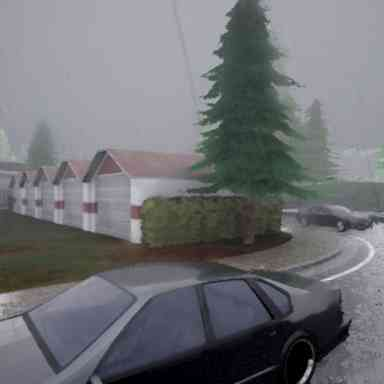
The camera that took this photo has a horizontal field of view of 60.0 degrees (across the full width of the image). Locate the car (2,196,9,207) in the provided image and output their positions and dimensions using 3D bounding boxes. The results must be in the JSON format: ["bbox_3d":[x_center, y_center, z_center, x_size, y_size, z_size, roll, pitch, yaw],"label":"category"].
[{"bbox_3d":[-33.307,1.651,60.653,1.905,1.878,3.866,0,0,-37],"label":"car"}]

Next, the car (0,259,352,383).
[{"bbox_3d":[-0.390,1.562,3.664,5.357,1.411,2.033,0,0,-36],"label":"car"}]

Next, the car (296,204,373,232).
[{"bbox_3d":[8.601,1.535,20.561,1.837,1.490,4.892,0,0,-25],"label":"car"}]
